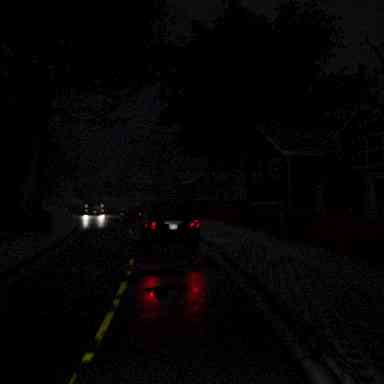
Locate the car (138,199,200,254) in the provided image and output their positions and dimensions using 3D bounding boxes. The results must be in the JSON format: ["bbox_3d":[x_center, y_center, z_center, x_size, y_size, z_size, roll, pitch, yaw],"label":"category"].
[{"bbox_3d":[-1.088,1.312,14.271,2.150,2.045,5.566,0,0,-9],"label":"car"}]

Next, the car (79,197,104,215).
[{"bbox_3d":[-10.861,1.449,35.897,2.097,1.767,4.553,1,0,-26],"label":"car"}]

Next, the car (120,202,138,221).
[{"bbox_3d":[-5.117,1.632,29.416,1.882,1.535,5.008,1,0,-21],"label":"car"}]
